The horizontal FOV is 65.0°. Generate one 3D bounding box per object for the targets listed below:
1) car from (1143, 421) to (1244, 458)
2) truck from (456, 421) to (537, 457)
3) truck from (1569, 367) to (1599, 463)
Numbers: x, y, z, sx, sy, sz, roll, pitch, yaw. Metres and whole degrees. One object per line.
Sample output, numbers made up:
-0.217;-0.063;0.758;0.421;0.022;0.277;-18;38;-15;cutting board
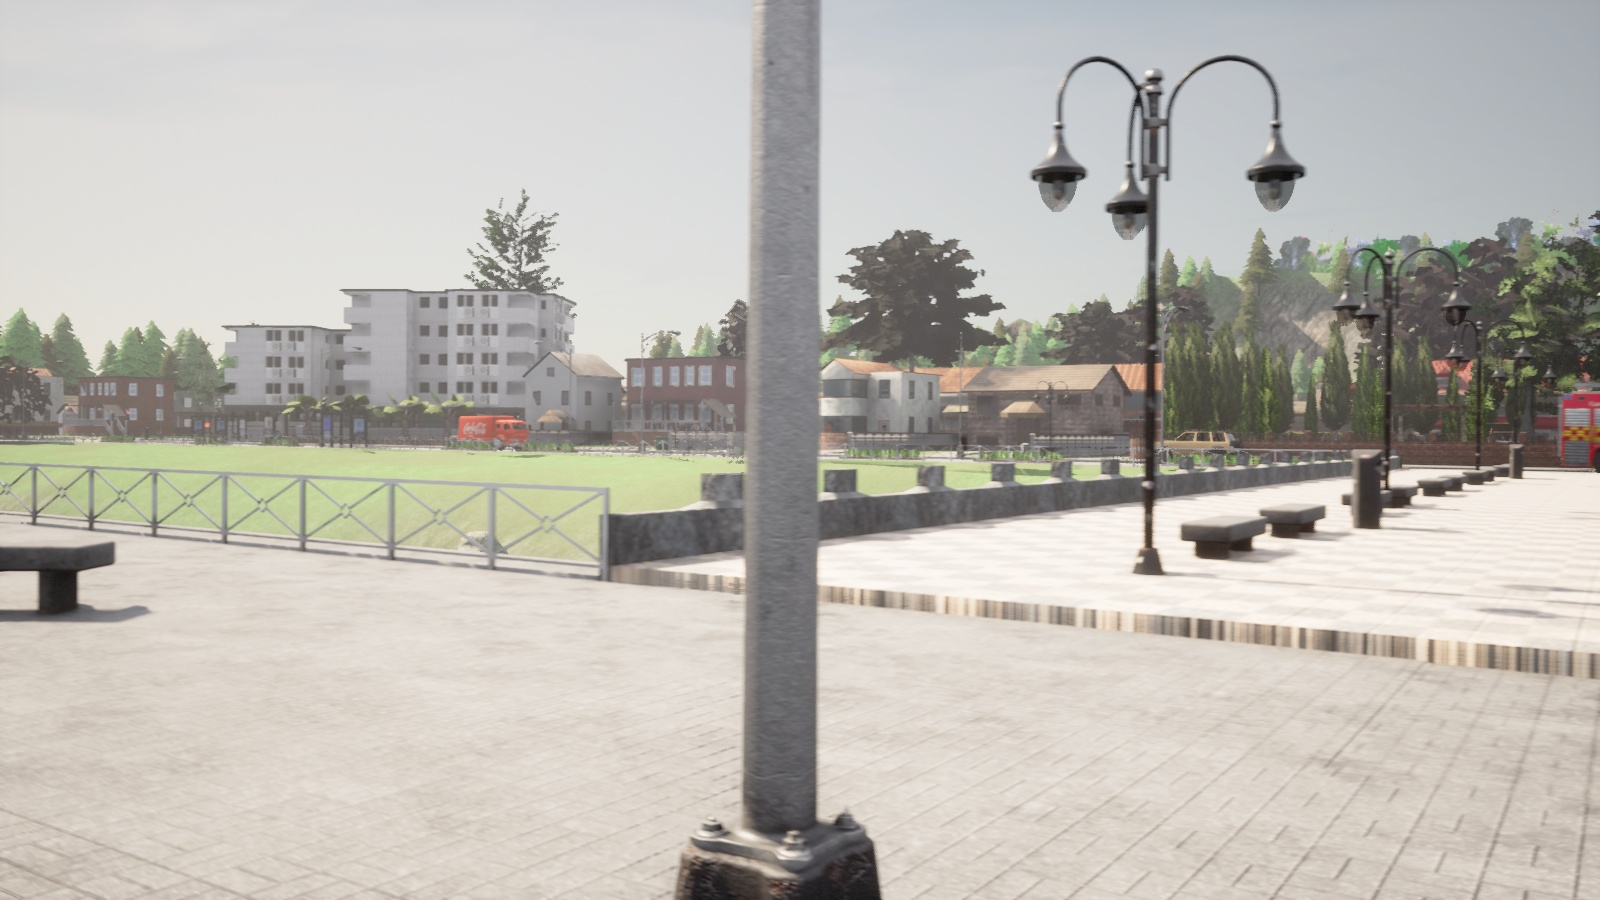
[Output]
20.270;-0.520;64.800;4.605;1.855;1.932;0;1;34;car
-21.131;-0.758;87.509;5.204;2.467;2.627;0;1;34;truck
35.552;-1.435;49.821;8.468;3.827;2.891;0;1;34;truck
